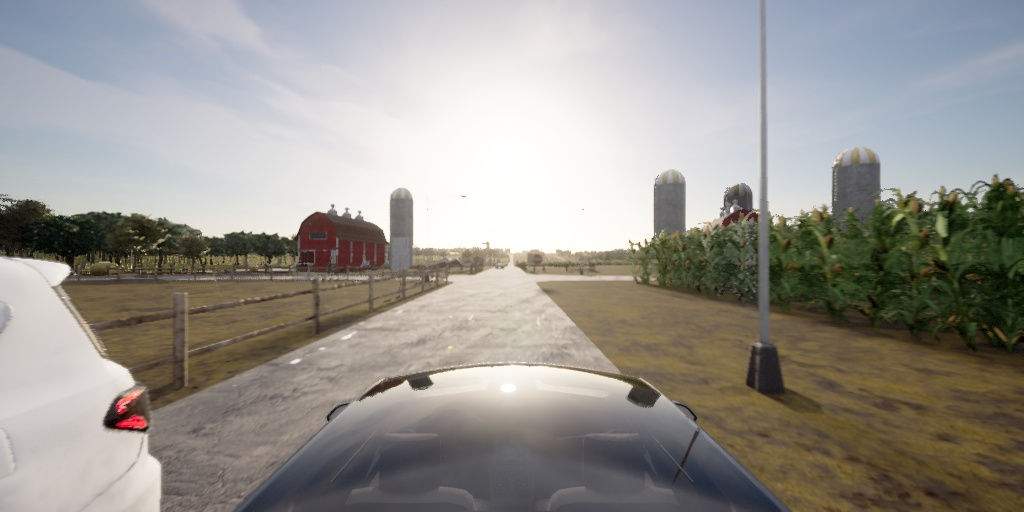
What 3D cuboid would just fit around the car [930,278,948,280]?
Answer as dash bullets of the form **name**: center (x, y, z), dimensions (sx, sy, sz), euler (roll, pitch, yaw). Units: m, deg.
- **car**: center (48.036, 2.157, 39.852), dimensions (4.181, 1.385, 1.994), euler (1, 0, 0)
